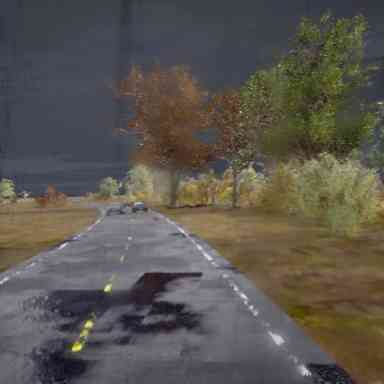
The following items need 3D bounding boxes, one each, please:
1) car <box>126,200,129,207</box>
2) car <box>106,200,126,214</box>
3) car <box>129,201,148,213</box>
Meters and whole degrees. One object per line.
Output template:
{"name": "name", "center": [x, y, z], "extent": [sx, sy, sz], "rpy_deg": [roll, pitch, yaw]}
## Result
{"name": "car", "center": [-12.808, 2.279, 63.960], "extent": [1.895, 1.301, 4.718], "rpy_deg": [-2, 0, -18]}
{"name": "car", "center": [-9.833, 2.000, 42.456], "extent": [1.837, 1.490, 4.892], "rpy_deg": [-2, -1, -14]}
{"name": "car", "center": [-7.010, 1.926, 44.213], "extent": [1.812, 1.442, 4.674], "rpy_deg": [-2, 0, -14]}
